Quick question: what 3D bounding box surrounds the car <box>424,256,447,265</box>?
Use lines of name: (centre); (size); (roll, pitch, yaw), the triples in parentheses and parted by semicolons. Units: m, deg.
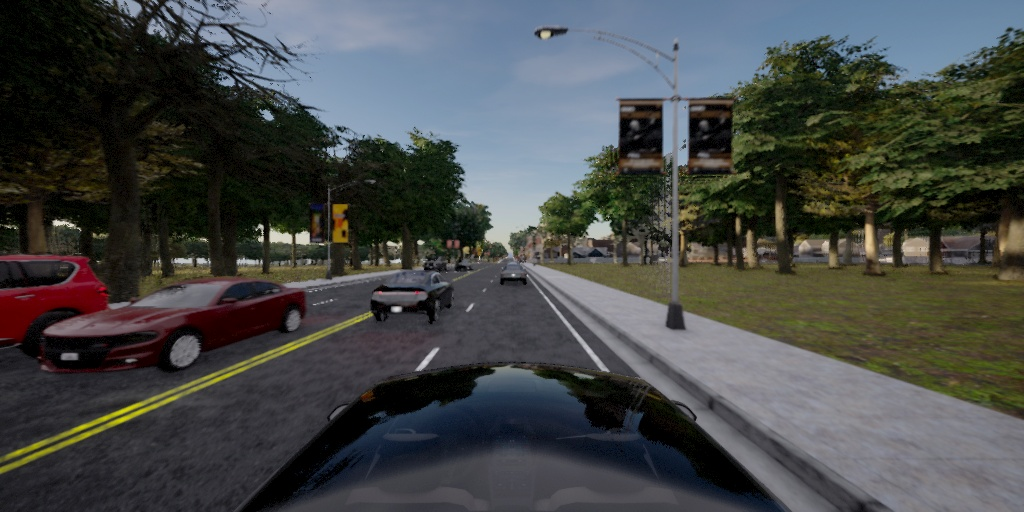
car: (-9.825, 1.041, 46.313); (2.150, 2.045, 5.566); (0, 0, 0)

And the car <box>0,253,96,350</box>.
car: (-9.850, 0.971, 5.475); (2.150, 2.045, 5.566); (0, 0, 0)

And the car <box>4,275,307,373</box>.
car: (-6.599, 1.228, 7.847); (1.882, 1.535, 5.008); (0, 0, 0)

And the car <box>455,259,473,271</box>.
car: (-6.566, 1.181, 49.189); (2.097, 1.767, 4.553); (0, 0, 0)

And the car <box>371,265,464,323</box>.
car: (-3.148, 1.244, 12.207); (2.128, 1.511, 4.902); (0, 0, 0)

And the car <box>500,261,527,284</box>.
car: (0.103, 1.339, 27.583); (1.994, 1.385, 4.181); (0, 0, 0)
